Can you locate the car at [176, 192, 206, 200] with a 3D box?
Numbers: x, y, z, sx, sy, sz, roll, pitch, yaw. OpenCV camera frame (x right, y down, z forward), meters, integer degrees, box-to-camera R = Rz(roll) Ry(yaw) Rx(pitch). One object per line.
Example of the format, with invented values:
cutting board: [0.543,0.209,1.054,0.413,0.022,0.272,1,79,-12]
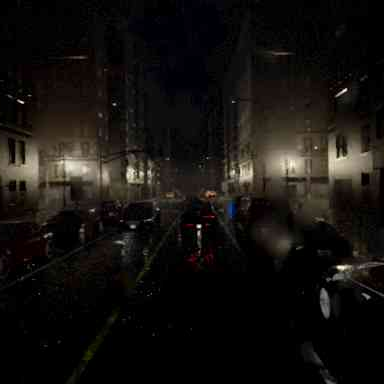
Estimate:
car: [-0.147,1.069,34.300,1.812,1.442,4.674,-1,1,-10]

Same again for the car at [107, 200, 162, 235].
car: [-2.691,1.305,17.771,2.128,1.511,4.902,-1,1,1]

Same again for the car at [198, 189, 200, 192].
car: [3.522,0.341,92.786,1.887,1.381,4.507,-1,1,0]

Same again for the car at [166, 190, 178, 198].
car: [-4.915,0.569,75.792,1.967,1.590,4.097,-1,1,0]

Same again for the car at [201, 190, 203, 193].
car: [3.611,0.563,75.827,1.802,1.307,4.206,-1,1,0]

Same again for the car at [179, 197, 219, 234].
car: [0.374,1.267,17.675,1.837,1.490,4.892,-1,1,1]

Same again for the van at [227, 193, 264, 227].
van: [3.213,1.014,20.630,1.690,1.788,3.998,-1,1,1]

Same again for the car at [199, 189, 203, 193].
car: [3.552,0.434,87.133,1.802,1.307,4.206,-1,1,0]

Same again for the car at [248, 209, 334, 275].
car: [3.031,1.386,9.588,1.947,1.339,4.313,-1,1,1]

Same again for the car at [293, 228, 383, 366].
car: [2.938,1.445,4.066,2.008,1.369,4.403,-1,1,1]

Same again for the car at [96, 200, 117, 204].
car: [-5.309,1.258,20.771,1.967,1.590,4.097,-1,1,1]

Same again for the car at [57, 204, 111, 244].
car: [-5.400,1.458,15.249,1.947,1.339,4.313,-1,1,1]

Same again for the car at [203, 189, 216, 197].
car: [3.666,0.556,64.517,1.967,1.590,4.097,-1,1,0]

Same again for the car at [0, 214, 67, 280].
car: [-5.492,1.548,9.726,1.802,1.307,4.206,-1,1,1]

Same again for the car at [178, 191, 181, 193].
car: [-5.006,0.259,92.755,2.192,1.841,5.009,-1,1,0]

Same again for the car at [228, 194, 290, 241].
car: [3.120,1.061,15.108,2.192,1.841,5.009,-1,1,1]
